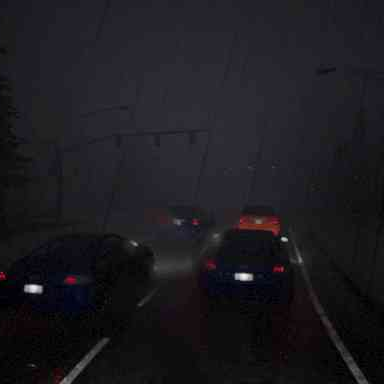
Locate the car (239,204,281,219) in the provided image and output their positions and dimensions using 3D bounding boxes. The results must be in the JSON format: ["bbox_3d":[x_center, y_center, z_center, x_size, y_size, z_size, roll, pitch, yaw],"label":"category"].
[{"bbox_3d":[3.607,1.426,17.562,2.097,1.767,4.553,0,0,14],"label":"car"}]

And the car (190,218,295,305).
[{"bbox_3d":[1.432,1.599,8.311,1.994,1.385,4.181,0,0,13],"label":"car"}]

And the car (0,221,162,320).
[{"bbox_3d":[-2.280,1.594,7.534,1.994,1.385,4.181,0,0,11],"label":"car"}]

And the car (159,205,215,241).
[{"bbox_3d":[-0.137,1.421,16.968,2.097,1.767,4.553,0,0,14],"label":"car"}]
